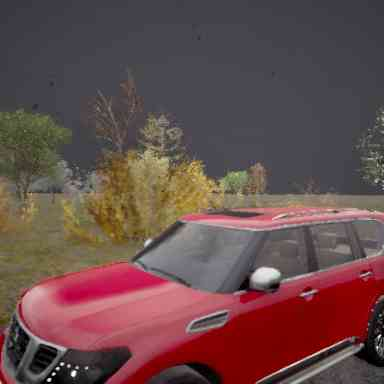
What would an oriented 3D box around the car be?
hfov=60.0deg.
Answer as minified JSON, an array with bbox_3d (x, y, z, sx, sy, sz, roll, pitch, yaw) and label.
[{"bbox_3d":[0.689,1.243,4.318,5.566,2.045,2.150,0,0,-35],"label":"car"}]
